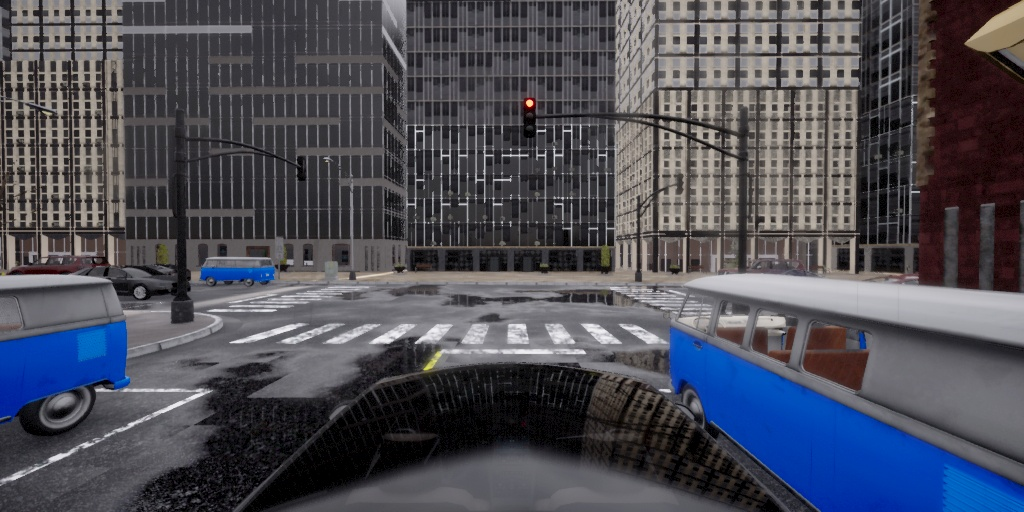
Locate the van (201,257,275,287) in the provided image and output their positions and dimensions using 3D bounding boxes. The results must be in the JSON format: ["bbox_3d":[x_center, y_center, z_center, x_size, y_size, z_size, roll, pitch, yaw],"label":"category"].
[{"bbox_3d":[-17.096,0.951,22.373,3.998,1.789,1.690,0,0,1],"label":"van"}]

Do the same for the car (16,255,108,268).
[{"bbox_3d":[-28.141,0.874,22.473,5.009,1.841,2.192,0,0,1],"label":"car"}]

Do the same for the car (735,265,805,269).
[{"bbox_3d":[14.801,1.372,19.486,4.181,1.385,1.994,0,1,1],"label":"car"}]

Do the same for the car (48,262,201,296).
[{"bbox_3d":[-17.719,1.193,16.576,4.892,1.490,1.837,0,1,1],"label":"car"}]

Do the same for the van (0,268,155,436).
[{"bbox_3d":[-5.690,1.090,2.836,1.690,1.789,3.998,0,0,0],"label":"van"}]

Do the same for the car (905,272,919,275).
[{"bbox_3d":[15.216,1.437,13.703,4.507,1.381,1.888,0,0,1],"label":"car"}]

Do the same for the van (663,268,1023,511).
[{"bbox_3d":[2.691,1.090,2.782,1.690,1.789,3.998,0,0,0],"label":"van"}]

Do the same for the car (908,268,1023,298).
[{"bbox_3d":[25.266,1.412,19.392,5.357,1.411,2.033,0,1,0],"label":"car"}]

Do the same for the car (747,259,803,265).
[{"bbox_3d":[15.292,1.089,22.082,5.009,1.841,2.192,0,0,1],"label":"car"}]
